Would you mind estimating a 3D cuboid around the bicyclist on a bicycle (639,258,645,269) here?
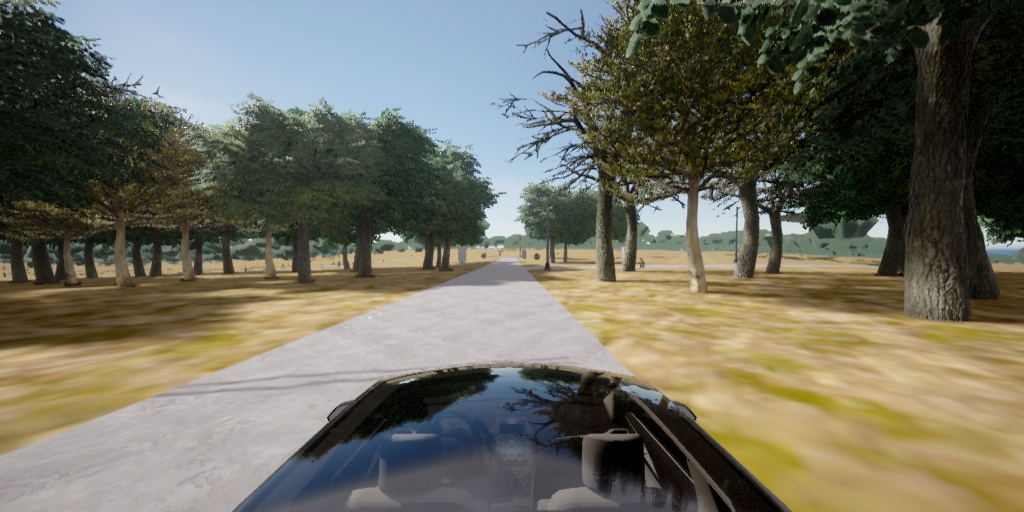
[{"bbox_3d":[18.545,1.033,51.362,0.582,1.620,1.656,-1,0,0],"label":"bicyclist on a bicycle"}]
